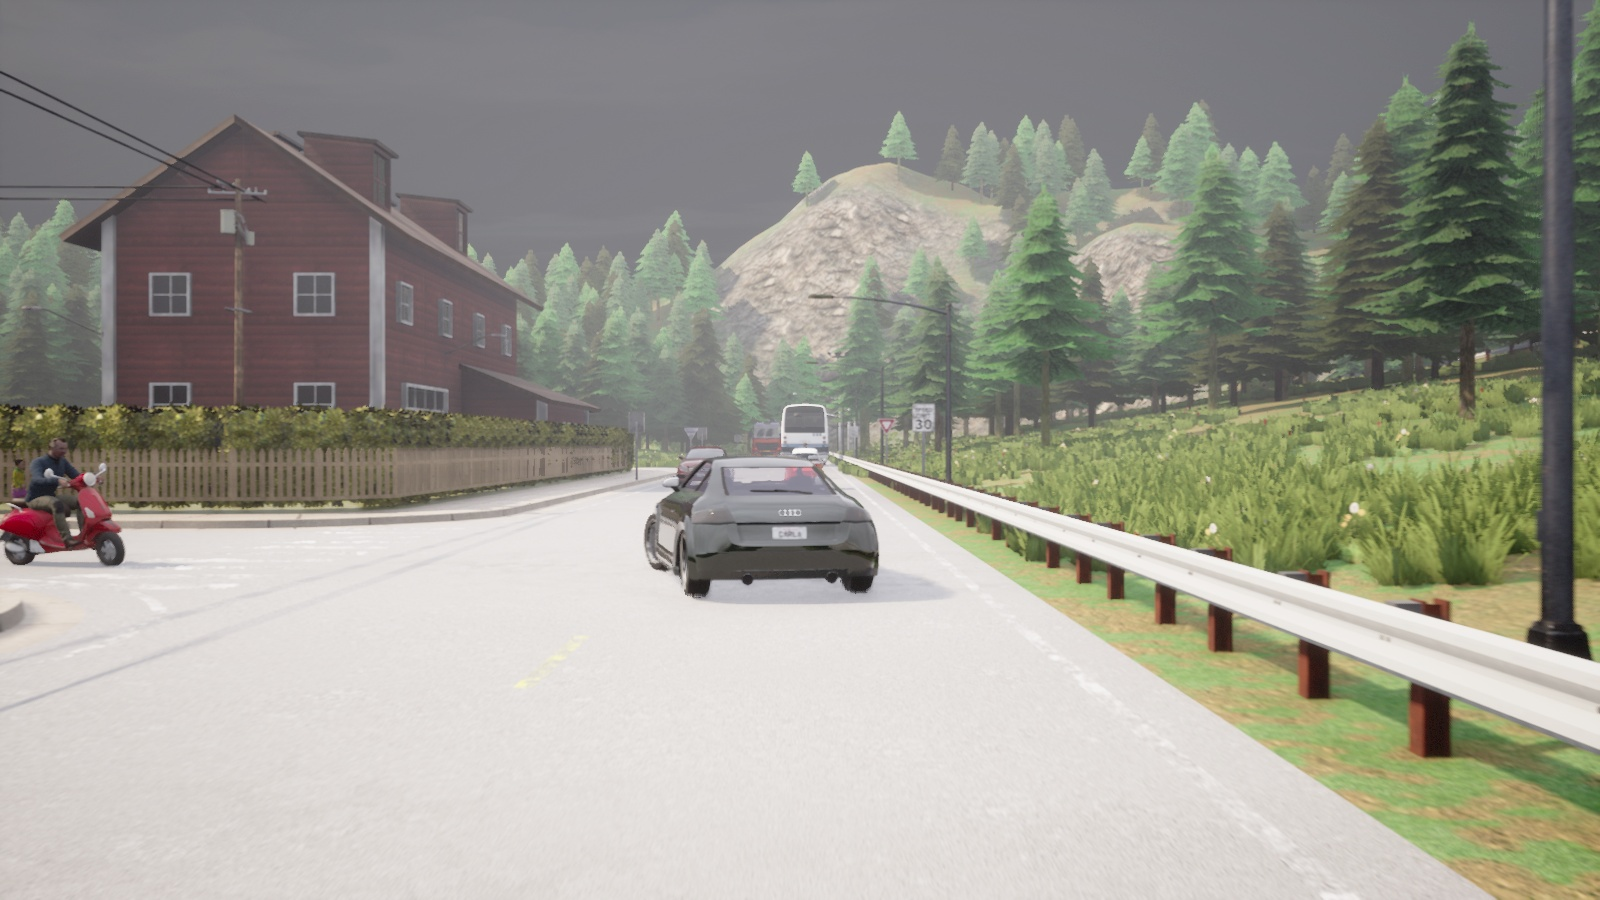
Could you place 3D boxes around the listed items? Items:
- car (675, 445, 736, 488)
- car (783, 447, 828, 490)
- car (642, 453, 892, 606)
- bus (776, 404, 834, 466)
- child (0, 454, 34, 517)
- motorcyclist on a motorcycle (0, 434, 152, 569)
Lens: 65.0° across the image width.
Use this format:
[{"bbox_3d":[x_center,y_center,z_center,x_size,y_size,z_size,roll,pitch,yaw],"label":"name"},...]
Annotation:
[{"bbox_3d":[-3.310,0.561,44.692,1.812,1.442,4.674,0,0,0],"label":"car"},{"bbox_3d":[0.179,0.606,41.970,1.481,1.376,2.207,0,1,0],"label":"car"},{"bbox_3d":[-0.546,0.745,13.899,1.994,1.385,4.181,0,0,-13],"label":"car"},{"bbox_3d":[0.372,-1.053,90.865,3.944,4.253,10.273,0,0,0],"label":"bus"},{"bbox_3d":[-14.596,0.661,23.397,0.473,1.160,0.299,0,0,-3],"label":"child"},{"bbox_3d":[-9.063,0.620,15.397,1.817,1.590,0.866,-1,1,13],"label":"motorcyclist on a motorcycle"}]
